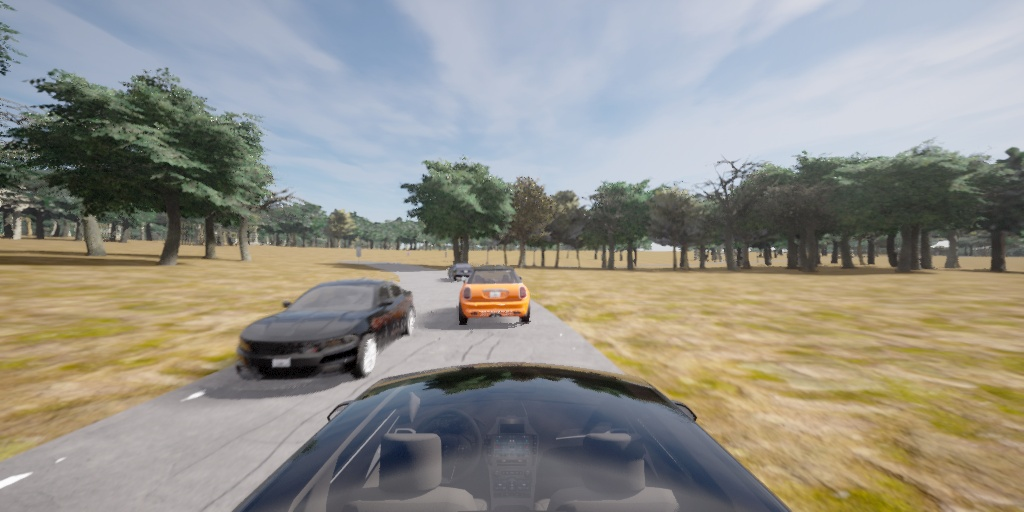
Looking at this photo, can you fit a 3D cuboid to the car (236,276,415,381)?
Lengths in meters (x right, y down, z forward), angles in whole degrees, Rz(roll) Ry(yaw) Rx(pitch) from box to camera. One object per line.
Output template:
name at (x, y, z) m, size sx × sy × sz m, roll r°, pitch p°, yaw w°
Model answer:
car at (-3.378, 1.238, 7.522) m, size 1.882 × 1.535 × 5.008 m, roll 0°, pitch 0°, yaw -3°

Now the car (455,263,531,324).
car at (-0.670, 1.102, 12.174) m, size 2.097 × 1.767 × 4.553 m, roll 0°, pitch 0°, yaw -5°

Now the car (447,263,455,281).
car at (-4.373, 1.286, 30.800) m, size 2.033 × 1.411 × 5.357 m, roll -1°, pitch 0°, yaw -17°
